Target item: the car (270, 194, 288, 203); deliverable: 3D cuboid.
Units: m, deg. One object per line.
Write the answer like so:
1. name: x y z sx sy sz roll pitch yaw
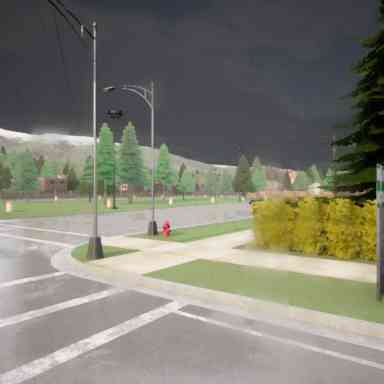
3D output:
1. car: 17.731 1.353 67.546 2.097 1.767 4.553 0 0 36

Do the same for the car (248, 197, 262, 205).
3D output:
1. car: 11.887 1.601 59.473 1.895 1.301 4.718 0 0 36

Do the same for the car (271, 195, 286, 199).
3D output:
1. car: 15.179 1.526 58.055 1.812 1.442 4.674 0 0 36
